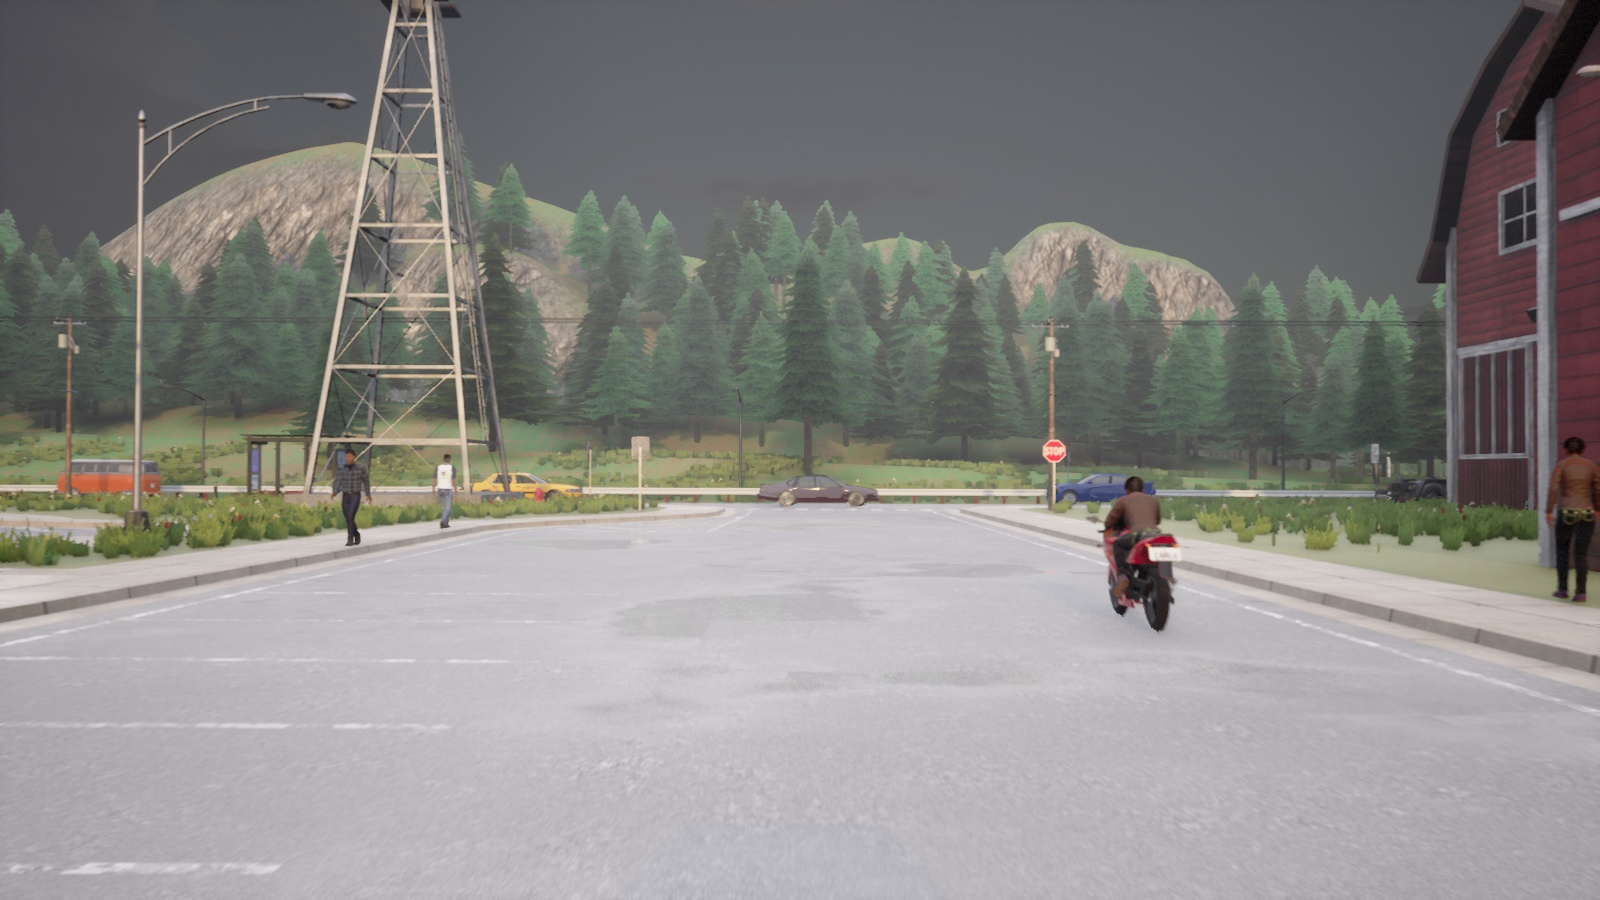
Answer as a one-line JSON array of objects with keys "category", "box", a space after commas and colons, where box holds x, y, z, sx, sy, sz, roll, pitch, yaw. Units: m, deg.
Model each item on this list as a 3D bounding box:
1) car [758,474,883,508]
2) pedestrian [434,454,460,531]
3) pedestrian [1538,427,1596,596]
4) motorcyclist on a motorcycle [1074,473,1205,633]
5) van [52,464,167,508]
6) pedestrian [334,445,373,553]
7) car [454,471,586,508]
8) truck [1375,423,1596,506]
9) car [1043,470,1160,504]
[{"category": "car", "box": [0.884, 1.779, 54.951, 5.357, 1.411, 2.033, 0, -1, 1]}, {"category": "pedestrian", "box": [-8.482, 1.009, 30.175, 0.354, 1.836, 0.706, 0, -1, 6]}, {"category": "pedestrian", "box": [8.464, 0.668, 13.875, 0.328, 1.805, 0.869, -1, -1, 18]}, {"category": "motorcyclist on a motorcycle", "box": [3.469, 1.001, 13.033, 0.797, 1.523, 2.044, 0, -1, 0]}, {"category": "van", "box": [-32.380, 1.684, 58.961, 4.442, 1.987, 1.775, 0, -1, 1]}, {"category": "pedestrian", "box": [-8.183, 0.888, 23.033, 0.423, 1.949, 0.788, 0, -1, 0]}, {"category": "car", "box": [-12.261, 1.727, 55.152, 5.366, 1.575, 1.801, 0, -1, 1]}, {"category": "truck", "box": [29.638, 0.627, 54.531, 7.936, 3.462, 2.891, 0, -1, 1]}, {"category": "car", "box": [13.938, 1.712, 58.254, 5.008, 1.535, 1.882, 0, -1, 1]}]
